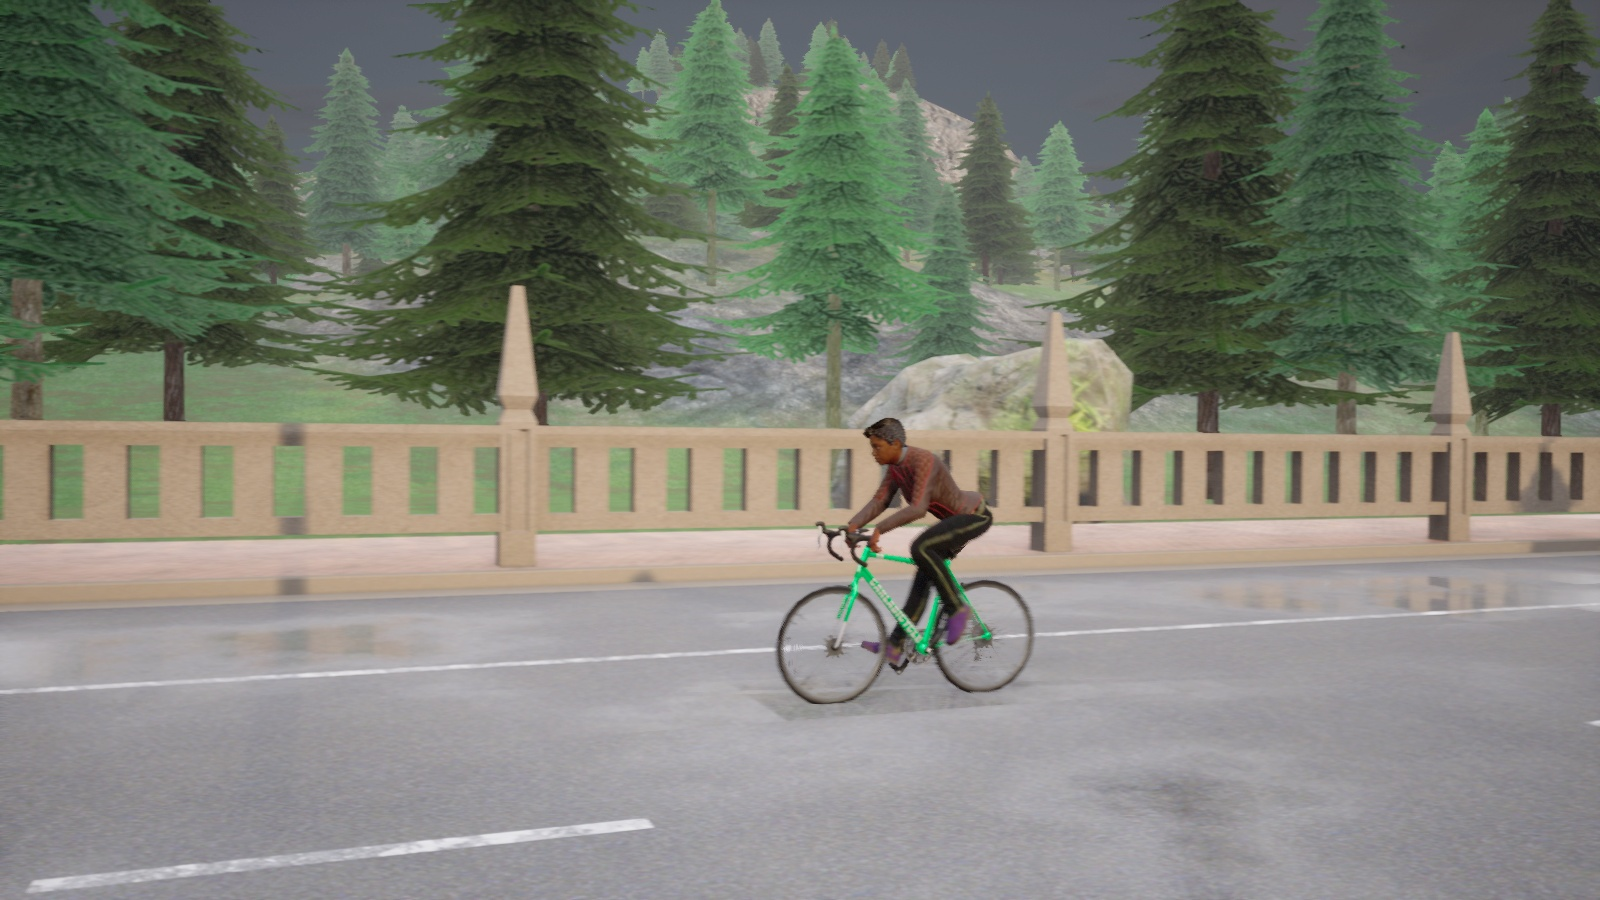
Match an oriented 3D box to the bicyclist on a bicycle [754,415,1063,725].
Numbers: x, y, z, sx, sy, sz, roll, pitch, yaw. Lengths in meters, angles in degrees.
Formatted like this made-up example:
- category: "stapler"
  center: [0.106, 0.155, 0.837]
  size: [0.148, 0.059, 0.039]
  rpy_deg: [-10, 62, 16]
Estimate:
- category: "bicyclist on a bicycle"
  center: [0.631, 0.626, 7.222]
  size: [1.656, 1.620, 0.582]
  rpy_deg: [-1, 1, -21]
